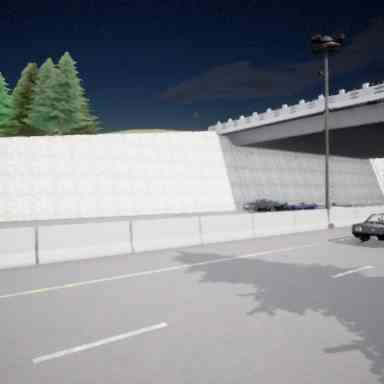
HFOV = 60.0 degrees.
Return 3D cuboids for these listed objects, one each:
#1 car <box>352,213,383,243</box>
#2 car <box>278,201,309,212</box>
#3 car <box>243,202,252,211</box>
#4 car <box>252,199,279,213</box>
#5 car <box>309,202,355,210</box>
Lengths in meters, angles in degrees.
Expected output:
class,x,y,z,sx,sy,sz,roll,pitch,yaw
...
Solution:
class,x,y,z,sx,sy,sz,roll,pitch,yaw
car,9.253,1.591,14.969,4.718,1.301,1.895,0,0,-36
car,11.436,1.646,34.244,4.718,1.301,1.895,0,0,-36
car,8.386,1.582,40.692,4.902,1.511,2.128,0,0,-36
car,9.340,1.671,37.046,4.718,1.301,1.895,0,0,-36
car,13.522,1.620,31.433,4.718,1.301,1.895,0,0,-36
